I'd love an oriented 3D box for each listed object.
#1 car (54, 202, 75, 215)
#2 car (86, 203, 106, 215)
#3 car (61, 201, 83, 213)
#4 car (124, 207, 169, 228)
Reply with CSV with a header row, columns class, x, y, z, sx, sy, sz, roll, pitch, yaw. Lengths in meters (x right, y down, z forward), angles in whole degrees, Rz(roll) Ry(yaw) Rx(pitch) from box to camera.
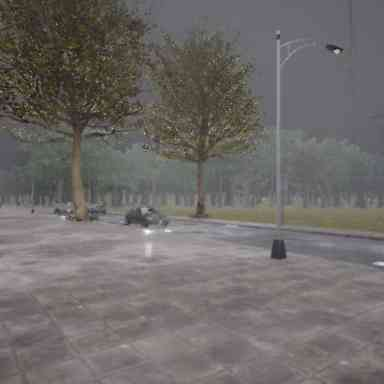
class,x,y,z,sx,sy,sz,roll,pitch,yaw
car,-16.915,2.254,43.947,2.128,1.511,4.902,0,-1,-35
car,-12.579,2.175,42.685,2.128,1.511,4.902,0,-1,-35
car,-18.366,2.242,50.772,2.097,1.767,4.553,0,-1,-35
car,-3.490,1.830,24.795,1.812,1.442,4.674,0,-1,-35
